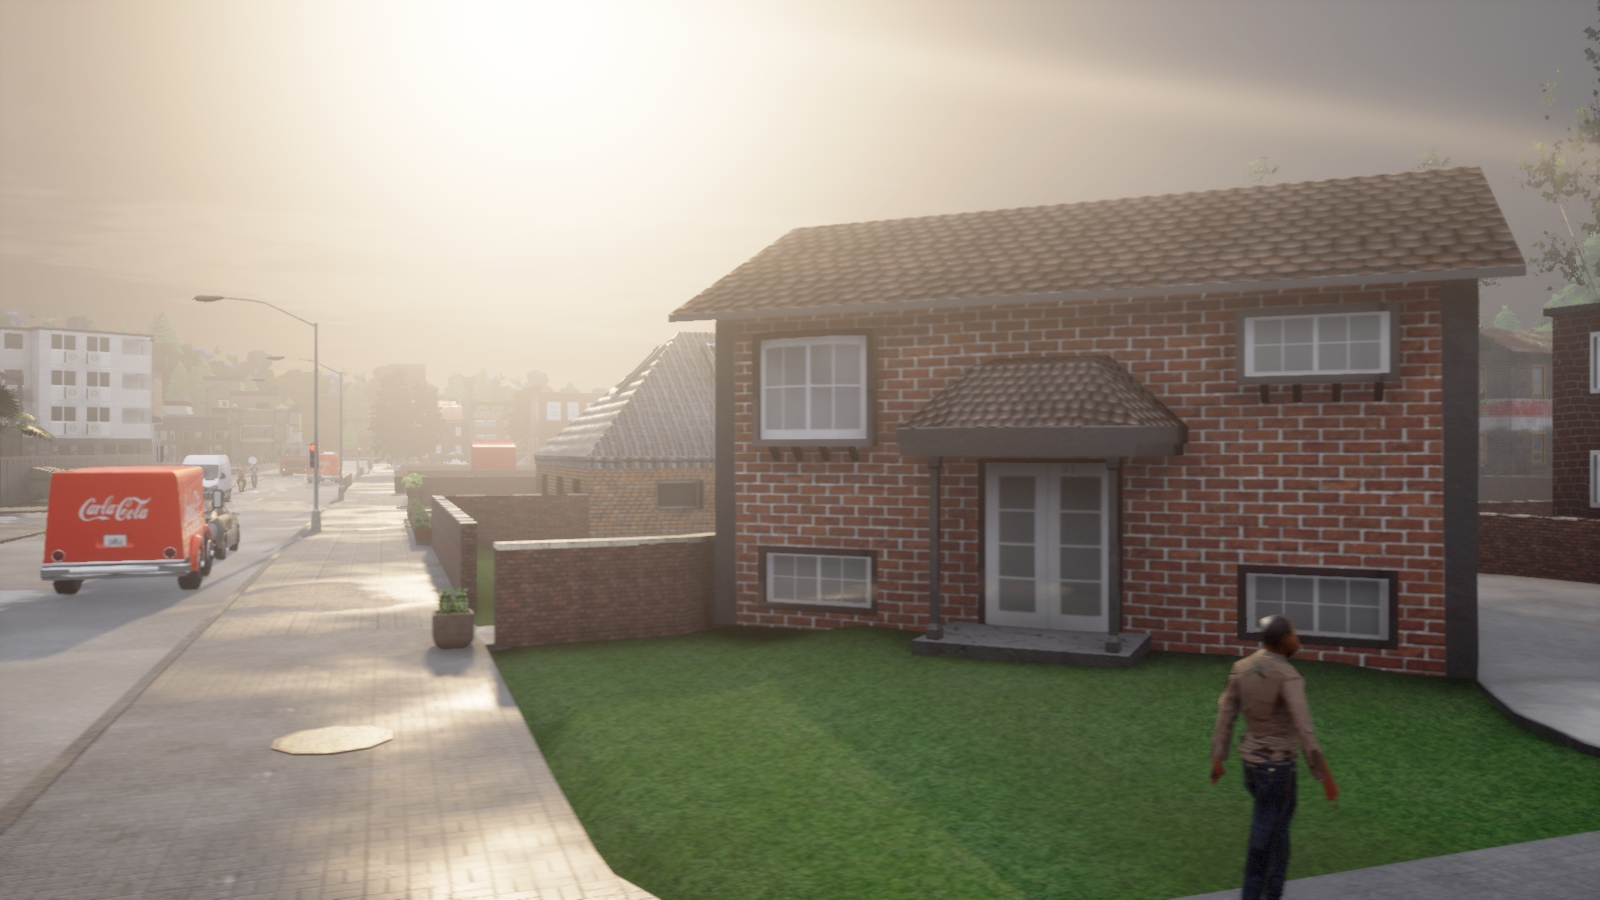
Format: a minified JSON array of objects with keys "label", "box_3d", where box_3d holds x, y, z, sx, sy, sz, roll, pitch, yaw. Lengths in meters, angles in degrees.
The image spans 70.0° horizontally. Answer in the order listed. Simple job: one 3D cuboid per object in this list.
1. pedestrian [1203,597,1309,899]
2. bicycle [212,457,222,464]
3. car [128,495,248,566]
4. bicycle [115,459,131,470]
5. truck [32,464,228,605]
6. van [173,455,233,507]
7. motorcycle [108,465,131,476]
[{"label":"pedestrian","box_3d":[2.432,1.745,6.106,0.375,1.860,0.375,0,0,-20]},{"label":"bicycle","box_3d":[-113.888,2.056,223.208,1.643,1.496,0.373,0,0,-20]},{"label":"car","box_3d":[-16.021,2.047,30.172,2.128,1.511,4.902,0,0,-20]},{"label":"bicycle","box_3d":[-95.041,2.060,160.431,1.835,1.471,0.329,0,0,-20]},{"label":"truck","box_3d":[-13.677,1.573,23.755,2.627,2.467,5.204,0,0,-20]},{"label":"van","box_3d":[-30.801,1.534,59.139,1.988,2.561,5.915,0,0,-20]},{"label":"motorcycle","box_3d":[-73.460,2.186,123.420,2.033,1.199,0.803,0,0,-20]}]
